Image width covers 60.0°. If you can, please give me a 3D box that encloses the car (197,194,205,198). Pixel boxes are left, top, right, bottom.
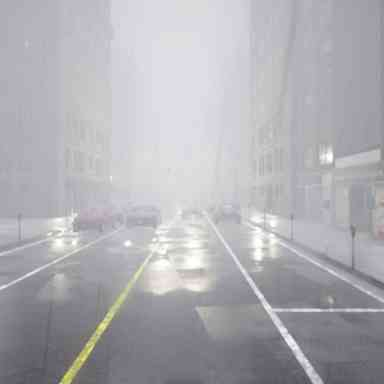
[{"bbox_3d":[2.736,1.796,77.429,1.967,1.590,4.097,0,0,0],"label":"car"}]

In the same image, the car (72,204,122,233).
[{"bbox_3d":[-5.878,1.633,20.384,1.887,1.381,4.507,0,0,0],"label":"car"}]

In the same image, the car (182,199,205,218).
[{"bbox_3d":[0.033,1.667,32.009,1.812,1.442,4.674,0,0,1],"label":"car"}]

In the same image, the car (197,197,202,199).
[{"bbox_3d":[-0.038,1.713,42.003,1.812,1.442,4.674,0,0,0],"label":"car"}]

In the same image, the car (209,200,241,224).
[{"bbox_3d":[2.642,1.554,25.997,1.967,1.590,4.097,0,0,0],"label":"car"}]

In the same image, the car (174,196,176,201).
[{"bbox_3d":[-5.770,1.823,83.125,1.967,1.590,4.097,0,0,0],"label":"car"}]

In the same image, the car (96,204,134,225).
[{"bbox_3d":[-5.883,1.658,25.980,1.887,1.381,4.507,0,0,0],"label":"car"}]

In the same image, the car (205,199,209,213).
[{"bbox_3d":[2.632,1.747,37.185,1.802,1.307,4.206,0,0,0],"label":"car"}]

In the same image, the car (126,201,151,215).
[{"bbox_3d":[-5.894,1.716,37.172,2.008,1.369,4.403,0,0,0],"label":"car"}]

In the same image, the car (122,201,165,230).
[{"bbox_3d":[-3.120,1.575,22.348,1.882,1.535,5.008,0,-1,0],"label":"car"}]

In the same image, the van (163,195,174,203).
[{"bbox_3d":[-5.789,1.697,77.457,1.690,1.788,3.998,0,0,0],"label":"van"}]

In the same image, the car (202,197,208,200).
[{"bbox_3d":[2.627,1.742,42.779,2.008,1.369,4.403,0,0,0],"label":"car"}]
